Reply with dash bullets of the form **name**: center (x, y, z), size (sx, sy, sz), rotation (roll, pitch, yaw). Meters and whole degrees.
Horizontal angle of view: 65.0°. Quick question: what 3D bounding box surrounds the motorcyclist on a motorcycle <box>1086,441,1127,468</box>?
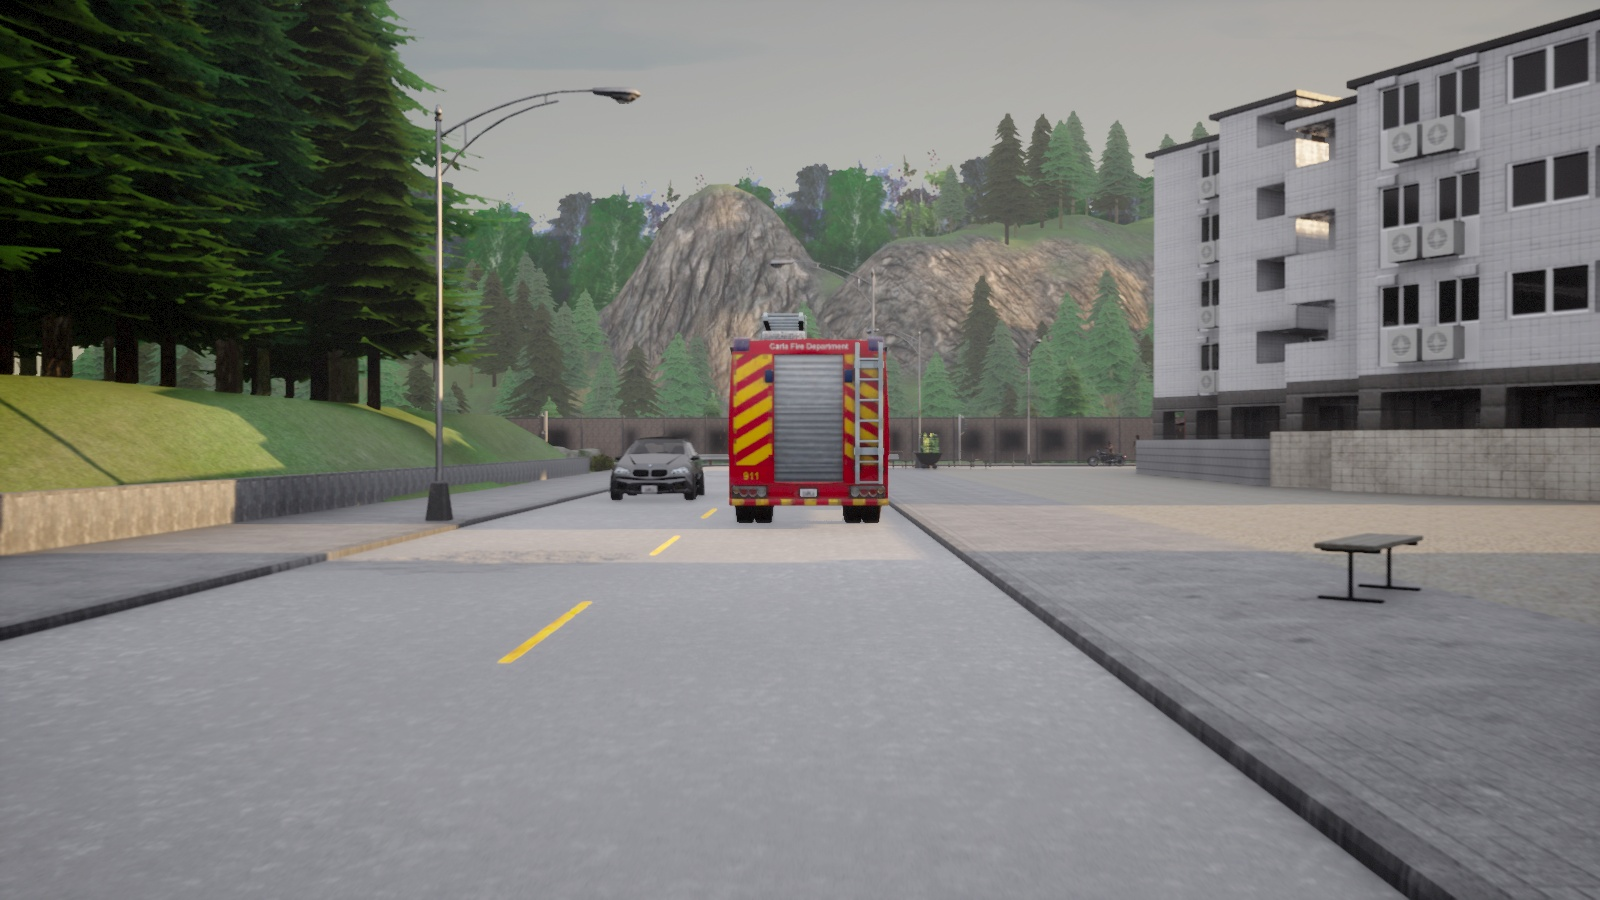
- **motorcyclist on a motorcycle**: center (18.966, 0.275, 77.621), size (2.350, 1.649, 0.766), rotation (0, 0, 0)

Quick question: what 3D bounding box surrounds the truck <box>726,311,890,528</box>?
- **truck**: center (0.170, -0.567, 26.421), size (2.891, 3.827, 8.468), rotation (0, 0, 0)

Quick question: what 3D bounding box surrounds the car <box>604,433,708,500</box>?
- **car**: center (-3.789, 0.397, 33.818), size (2.242, 1.667, 4.611), rotation (0, 0, 0)
